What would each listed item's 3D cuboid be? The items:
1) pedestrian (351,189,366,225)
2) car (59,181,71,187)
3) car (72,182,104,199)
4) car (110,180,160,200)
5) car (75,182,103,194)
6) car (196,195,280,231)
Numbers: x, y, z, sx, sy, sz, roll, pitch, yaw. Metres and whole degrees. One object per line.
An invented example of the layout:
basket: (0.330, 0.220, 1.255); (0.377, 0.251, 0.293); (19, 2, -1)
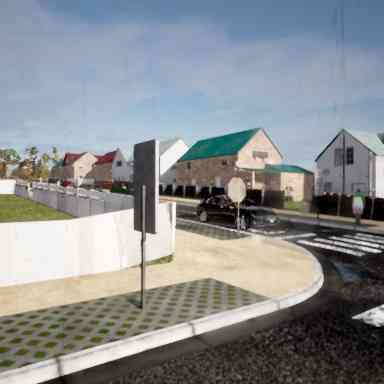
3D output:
pedestrian: (8.732, 0.759, 17.504); (0.375, 1.860, 0.375); (4, -2, -35)
car: (-19.491, -0.994, 52.267); (1.812, 1.442, 4.674); (0, 3, -35)
car: (-10.737, -0.121, 34.941); (1.837, 1.490, 4.892); (0, 3, -35)
car: (-4.684, 0.095, 26.350); (2.150, 2.045, 5.566); (0, 2, -35)
car: (-13.894, -0.516, 44.426); (2.033, 1.411, 5.357); (0, 2, -35)
car: (2.144, 0.941, 16.678); (1.837, 1.490, 4.892); (0, 2, -35)
